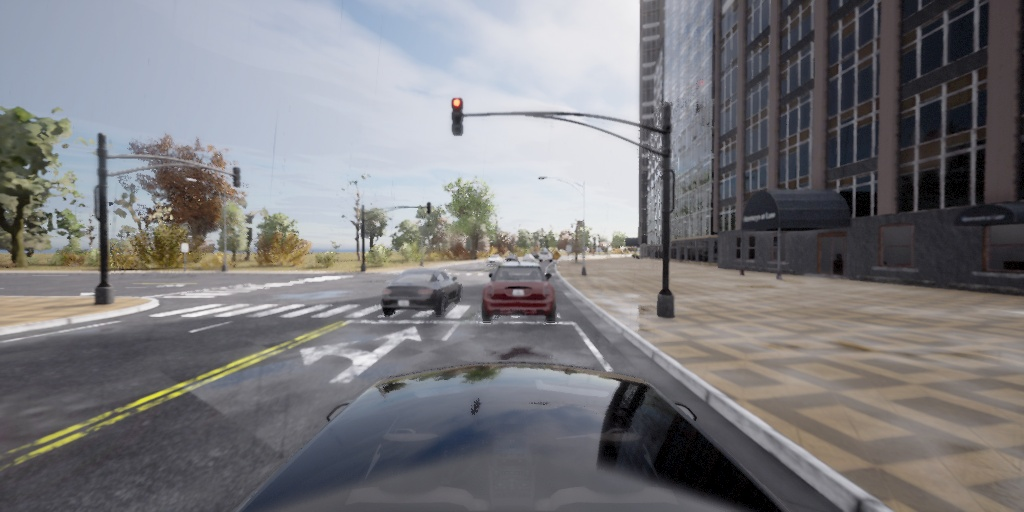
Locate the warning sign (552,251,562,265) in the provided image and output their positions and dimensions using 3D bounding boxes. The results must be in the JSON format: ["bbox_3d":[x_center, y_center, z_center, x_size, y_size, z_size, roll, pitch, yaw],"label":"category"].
[{"bbox_3d":[5.823,0.288,46.714,1.300,1.860,1.060,0,0,7],"label":"warning sign"}]

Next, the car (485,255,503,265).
[{"bbox_3d":[-2.616,0.591,54.224,1.812,1.442,4.674,0,1,9],"label":"car"}]

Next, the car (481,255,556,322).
[{"bbox_3d":[0.262,0.970,11.785,2.097,1.767,4.553,0,1,2],"label":"car"}]

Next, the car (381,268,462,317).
[{"bbox_3d":[-2.967,1.132,12.424,1.812,1.442,4.674,0,1,2],"label":"car"}]
